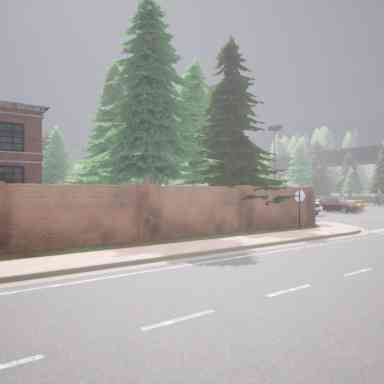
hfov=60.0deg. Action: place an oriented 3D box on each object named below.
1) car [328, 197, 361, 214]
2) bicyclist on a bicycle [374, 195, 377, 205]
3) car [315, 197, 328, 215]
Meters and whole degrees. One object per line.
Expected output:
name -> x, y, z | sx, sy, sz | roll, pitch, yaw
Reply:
car -> 15.876, 1.352, 36.288 | 2.097, 1.767, 4.553 | 0, 0, -35
bicyclist on a bicycle -> 30.122, 1.300, 54.233 | 1.656, 1.620, 0.582 | 0, 0, -35
car -> 9.912, 1.222, 32.602 | 2.150, 2.045, 5.566 | 0, 0, -35
